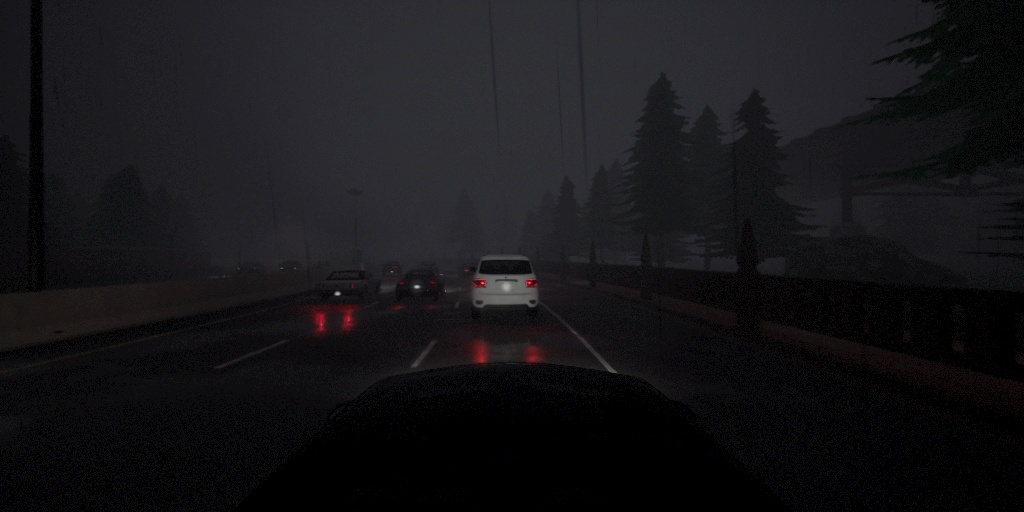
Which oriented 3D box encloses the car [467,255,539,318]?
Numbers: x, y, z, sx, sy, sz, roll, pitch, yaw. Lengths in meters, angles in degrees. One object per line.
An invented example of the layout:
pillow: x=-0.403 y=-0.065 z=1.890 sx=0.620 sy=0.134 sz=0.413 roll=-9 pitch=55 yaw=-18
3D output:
car: x=-0.385 y=0.974 z=13.256 sx=2.150 sy=2.045 sz=5.566 roll=0 pitch=0 yaw=-5

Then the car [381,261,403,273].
car: x=-12.345 y=1.262 z=36.932 sx=1.837 sy=1.490 sz=4.892 roll=0 pitch=0 yaw=-18

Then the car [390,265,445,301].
car: x=-4.393 y=1.317 z=17.617 sx=1.994 sy=1.385 sz=4.181 roll=0 pitch=0 yaw=-7

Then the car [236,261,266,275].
car: x=-28.217 y=1.285 z=38.958 sx=1.812 sy=1.442 sz=4.674 roll=0 pitch=0 yaw=-23

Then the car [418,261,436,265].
car: x=-8.671 y=1.249 z=36.934 sx=2.128 sy=1.511 sz=4.902 roll=0 pitch=0 yaw=-17

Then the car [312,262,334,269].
car: x=-21.286 y=1.323 z=40.468 sx=1.994 sy=1.385 sz=4.181 roll=0 pitch=0 yaw=-23

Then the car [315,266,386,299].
car: x=-7.912 y=1.354 z=17.870 sx=1.895 sy=1.301 sz=4.718 roll=0 pitch=0 yaw=-8

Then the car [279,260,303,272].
car: x=-25.480 y=1.263 z=41.439 sx=1.837 sy=1.490 sz=4.892 roll=0 pitch=0 yaw=-23

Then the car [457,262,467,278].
car: x=-3.985 y=1.304 z=33.677 sx=2.033 sy=1.411 sz=5.357 roll=0 pitch=0 yaw=-16
